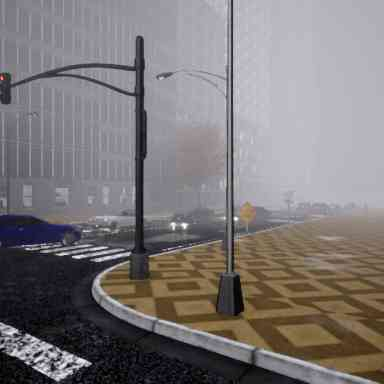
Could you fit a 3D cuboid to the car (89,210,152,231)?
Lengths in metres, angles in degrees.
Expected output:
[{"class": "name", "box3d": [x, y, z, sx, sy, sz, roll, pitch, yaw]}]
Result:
[{"class": "car", "box3d": [-4.993, 1.925, 23.491, 1.895, 1.301, 4.718, 0, -1, 33]}]

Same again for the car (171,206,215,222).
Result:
[{"class": "car", "box3d": [0.272, 2.046, 31.686, 2.033, 1.411, 5.357, 0, -1, 33]}]

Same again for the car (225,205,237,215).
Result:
[{"class": "car", "box3d": [5.640, 2.240, 40.029, 1.994, 1.385, 4.181, 0, -1, 33]}]

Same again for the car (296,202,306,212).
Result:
[{"class": "car", "box3d": [18.394, 2.356, 53.564, 2.097, 1.767, 4.553, 0, -1, 33]}]

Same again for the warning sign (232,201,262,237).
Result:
[{"class": "warning sign", "box3d": [3.092, 1.454, 18.559, 1.300, 1.860, 1.060, 1, 1, 33]}]

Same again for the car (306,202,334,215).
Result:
[{"class": "car", "box3d": [18.295, 2.268, 47.375, 2.097, 1.767, 4.553, 0, -1, 33]}]

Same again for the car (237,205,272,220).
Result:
[{"class": "car", "box3d": [6.881, 2.151, 35.599, 1.812, 1.442, 4.674, 0, -1, 33]}]

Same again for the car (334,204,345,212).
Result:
[{"class": "car", "box3d": [23.749, 2.641, 55.874, 2.033, 1.411, 5.357, 0, -1, 33]}]

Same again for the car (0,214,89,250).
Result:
[{"class": "car", "box3d": [-7.263, 1.695, 14.514, 4.674, 1.442, 1.812, 1, 0, -38]}]

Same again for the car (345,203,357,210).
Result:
[{"class": "car", "box3d": [31.350, 2.837, 65.789, 1.812, 1.442, 4.674, 0, -1, 33]}]
